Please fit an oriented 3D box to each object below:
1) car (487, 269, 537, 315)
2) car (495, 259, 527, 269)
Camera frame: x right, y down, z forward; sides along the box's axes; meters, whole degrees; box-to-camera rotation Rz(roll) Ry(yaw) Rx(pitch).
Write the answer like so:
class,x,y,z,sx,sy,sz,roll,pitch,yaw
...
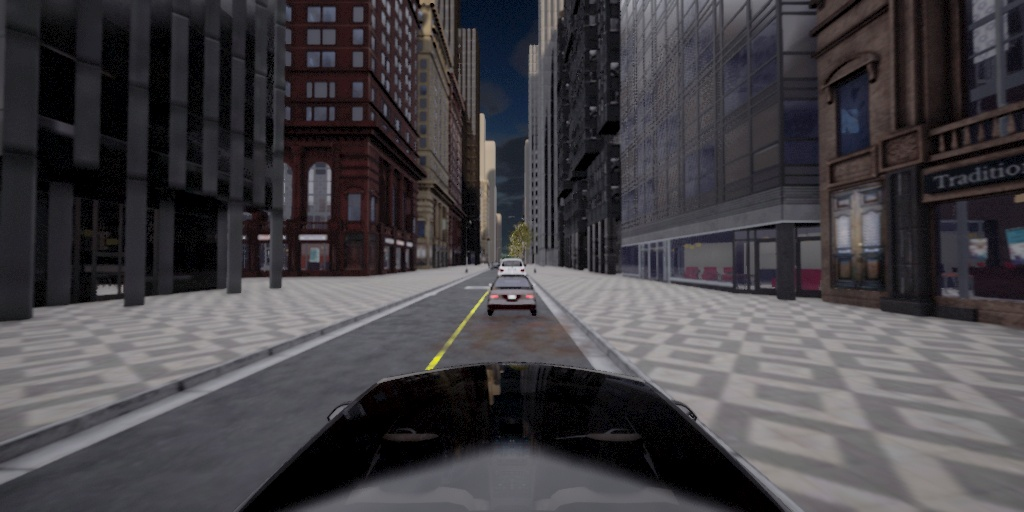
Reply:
class,x,y,z,sx,sy,sz,roll,pitch,yaw
car,0.009,1.429,14.367,2.033,1.411,5.357,0,-1,0
car,0.013,1.259,29.436,2.150,2.045,5.566,0,0,0
